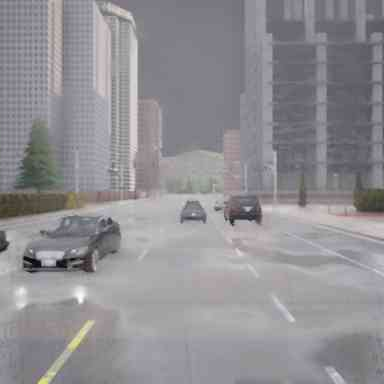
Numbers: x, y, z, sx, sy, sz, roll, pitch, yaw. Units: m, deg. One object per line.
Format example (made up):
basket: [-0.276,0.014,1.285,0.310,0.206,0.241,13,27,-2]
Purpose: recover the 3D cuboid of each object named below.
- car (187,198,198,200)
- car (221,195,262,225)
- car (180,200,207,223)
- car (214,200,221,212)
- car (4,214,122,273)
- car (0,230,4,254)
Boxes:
car: [0.018,1.528,40.690,2.128,1.511,4.902,0,0,-2]
car: [3.613,1.246,24.199,2.150,2.045,5.566,0,0,0]
car: [0.110,1.588,25.873,1.994,1.385,4.181,0,0,0]
car: [3.620,1.637,39.923,1.895,1.301,4.718,0,0,1]
car: [-3.565,1.500,10.756,2.128,1.511,4.902,0,0,0]
car: [-7.070,1.556,8.851,2.033,1.411,5.357,0,0,0]
